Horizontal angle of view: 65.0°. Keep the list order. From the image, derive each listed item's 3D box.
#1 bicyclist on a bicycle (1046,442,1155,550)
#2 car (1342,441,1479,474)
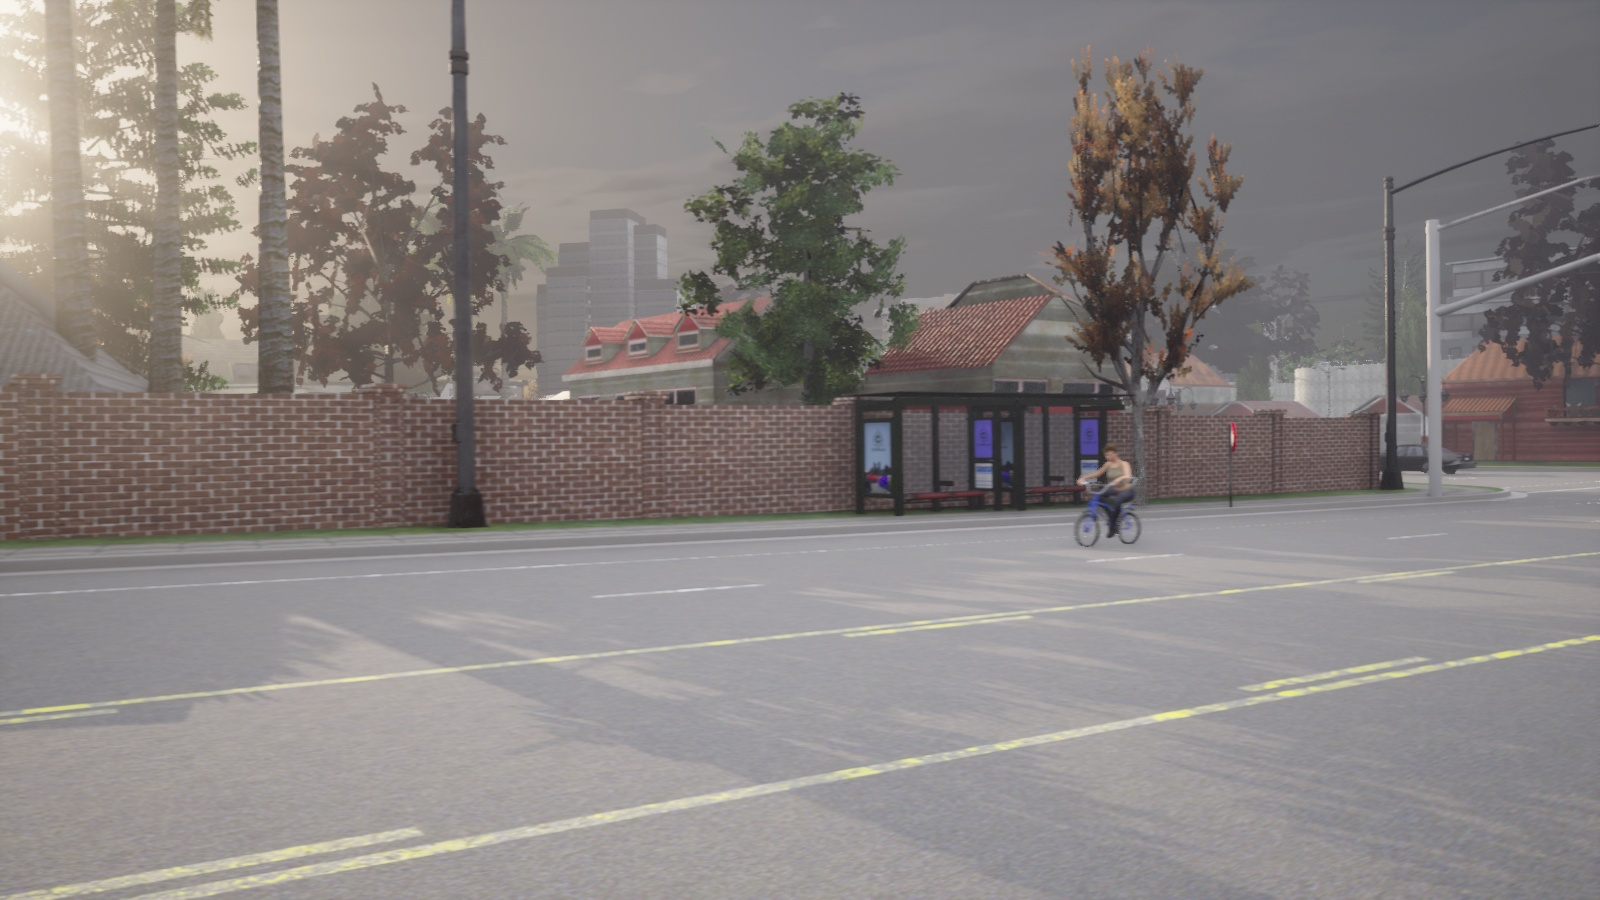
[{"bbox_3d":[4.727,0.693,19.715,1.509,1.612,0.866,-1,0,-34],"label":"bicyclist on a bicycle"},{"bbox_3d":[28.123,0.326,58.021,2.033,1.411,5.357,-1,1,-36],"label":"car"}]
